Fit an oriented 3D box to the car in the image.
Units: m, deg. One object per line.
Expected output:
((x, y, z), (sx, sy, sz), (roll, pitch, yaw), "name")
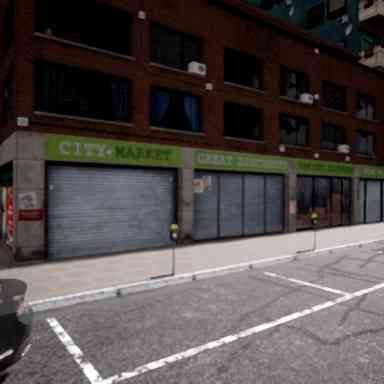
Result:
((-3.983, 1.560, 3.268), (4.403, 1.369, 2.008), (0, 1, -35), "car")
